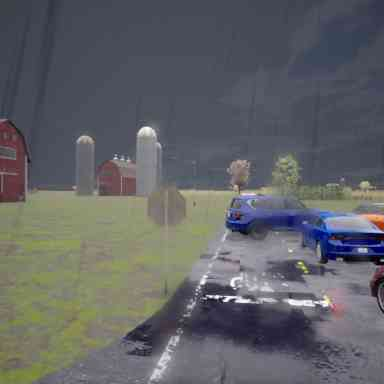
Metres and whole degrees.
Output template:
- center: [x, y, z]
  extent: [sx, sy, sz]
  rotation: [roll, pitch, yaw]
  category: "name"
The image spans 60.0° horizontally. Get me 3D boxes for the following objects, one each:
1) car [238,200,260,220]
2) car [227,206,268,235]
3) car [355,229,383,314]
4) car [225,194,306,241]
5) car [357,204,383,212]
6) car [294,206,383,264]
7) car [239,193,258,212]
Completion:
- center: [5.068, 1.504, 29.745]
  extent: [1.837, 1.490, 4.892]
  rotation: [0, 0, 9]
  category: "car"
- center: [3.160, 1.606, 19.893]
  extent: [1.895, 1.301, 4.718]
  rotation: [0, 0, 3]
  category: "car"
- center: [4.620, 1.529, 4.584]
  extent: [1.812, 1.442, 4.674]
  rotation: [0, 0, -9]
  category: "car"
- center: [4.435, 1.219, 16.580]
  extent: [5.566, 2.045, 2.150]
  rotation: [0, 1, -9]
  category: "car"
- center: [9.104, 1.364, 16.937]
  extent: [4.553, 1.767, 2.097]
  rotation: [0, 0, 42]
  category: "car"
- center: [5.112, 1.481, 11.761]
  extent: [1.882, 1.535, 5.008]
  rotation: [0, 0, 8]
  category: "car"
- center: [6.825, 1.216, 40.303]
  extent: [2.150, 2.045, 5.566]
  rotation: [0, 0, 10]
  category: "car"
